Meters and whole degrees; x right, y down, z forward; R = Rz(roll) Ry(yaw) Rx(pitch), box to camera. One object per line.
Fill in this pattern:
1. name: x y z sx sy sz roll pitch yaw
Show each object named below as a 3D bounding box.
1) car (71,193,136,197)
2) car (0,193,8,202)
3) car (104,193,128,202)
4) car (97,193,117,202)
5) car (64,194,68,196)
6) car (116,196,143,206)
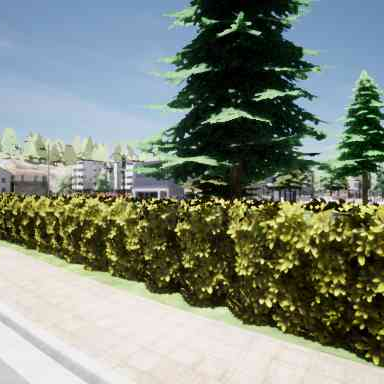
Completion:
1. car: -8.090 1.221 31.073 2.150 2.045 5.566 0 0 44
2. car: -41.776 1.097 70.250 1.932 1.855 4.605 0 0 44
3. car: -15.867 1.097 69.687 1.932 1.855 4.605 0 0 44
4. car: -18.225 1.077 71.435 1.905 1.878 3.866 0 0 44
5. car: -27.333 1.153 80.421 2.152 1.636 5.027 0 0 44
6. car: -10.068 1.384 53.349 1.970 1.475 3.806 0 0 44
